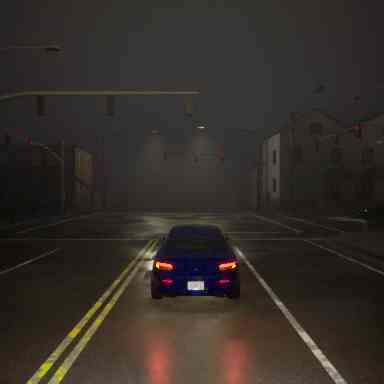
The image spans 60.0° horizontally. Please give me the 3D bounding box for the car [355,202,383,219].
[{"bbox_3d":[16.305,1.526,28.033,4.674,1.442,1.812,0,0,-1],"label":"car"}]

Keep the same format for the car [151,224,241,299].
[{"bbox_3d":[0.086,1.526,8.304,1.812,1.442,4.674,0,0,0],"label":"car"}]
